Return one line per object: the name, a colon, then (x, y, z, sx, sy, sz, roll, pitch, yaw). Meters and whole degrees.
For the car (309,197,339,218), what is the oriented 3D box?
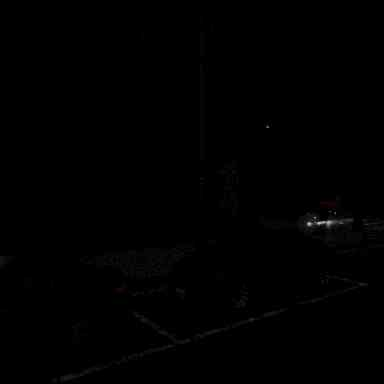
car: (10.264, 1.479, 29.125, 1.837, 1.490, 4.892, 0, 0, -36)

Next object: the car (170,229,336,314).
car: (1.555, 1.565, 7.643, 4.313, 1.339, 1.947, 0, 0, -35)

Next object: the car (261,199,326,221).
car: (7.682, 1.531, 27.148, 2.033, 1.411, 5.357, 0, 0, -36)

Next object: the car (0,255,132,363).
car: (-2.883, 1.582, 4.478, 4.206, 1.307, 1.802, 0, 0, -35)
